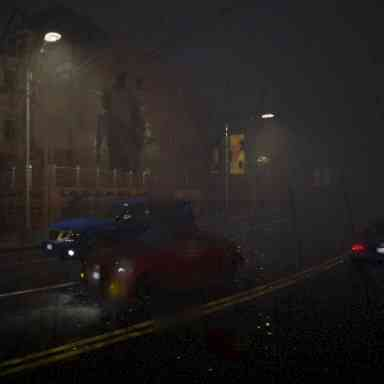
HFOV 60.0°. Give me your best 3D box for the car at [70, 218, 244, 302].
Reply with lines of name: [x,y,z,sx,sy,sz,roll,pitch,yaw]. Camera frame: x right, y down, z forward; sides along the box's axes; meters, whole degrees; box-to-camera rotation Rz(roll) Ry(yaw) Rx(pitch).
car: [-0.570,1.594,8.426,4.181,1.385,1.994,0,0,-43]

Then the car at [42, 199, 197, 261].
car: [-2.164,1.266,11.623,5.566,2.045,2.150,1,0,-44]

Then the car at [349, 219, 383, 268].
car: [6.617,1.584,10.620,2.033,1.411,5.357,0,0,40]
